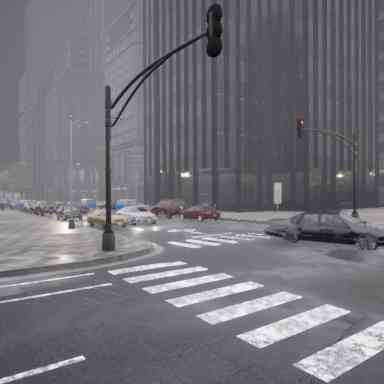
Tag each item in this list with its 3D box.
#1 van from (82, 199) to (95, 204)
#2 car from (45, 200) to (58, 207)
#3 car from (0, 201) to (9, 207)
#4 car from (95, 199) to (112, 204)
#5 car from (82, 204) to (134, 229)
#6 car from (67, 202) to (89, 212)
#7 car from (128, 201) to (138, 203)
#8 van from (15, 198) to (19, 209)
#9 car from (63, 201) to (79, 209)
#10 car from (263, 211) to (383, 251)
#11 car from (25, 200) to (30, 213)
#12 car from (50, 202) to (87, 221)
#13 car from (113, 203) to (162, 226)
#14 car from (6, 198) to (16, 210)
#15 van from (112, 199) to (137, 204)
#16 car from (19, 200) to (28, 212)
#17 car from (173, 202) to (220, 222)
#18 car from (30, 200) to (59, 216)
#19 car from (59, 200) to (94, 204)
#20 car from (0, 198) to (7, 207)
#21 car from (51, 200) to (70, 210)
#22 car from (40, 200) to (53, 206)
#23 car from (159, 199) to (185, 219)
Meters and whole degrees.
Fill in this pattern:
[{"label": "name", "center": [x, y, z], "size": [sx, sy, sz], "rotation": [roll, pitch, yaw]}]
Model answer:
[{"label": "van", "center": [-17.040, 2.038, 54.360], "size": [1.690, 1.788, 3.998], "rotation": [-1, 0, -35]}, {"label": "car", "center": [-31.686, 2.596, 74.947], "size": [1.947, 1.339, 4.313], "rotation": [-1, 0, -35]}, {"label": "car", "center": [-44.356, 2.772, 78.073], "size": [1.802, 1.307, 4.206], "rotation": [-1, 0, -35]}, {"label": "car", "center": [-11.163, 1.875, 46.055], "size": [2.192, 1.841, 5.009], "rotation": [-1, 0, -35]}, {"label": "car", "center": [-6.266, 1.843, 24.382], "size": [1.752, 1.417, 4.829], "rotation": [-1, 0, -35]}, {"label": "car", "center": [-17.035, 2.257, 49.589], "size": [1.895, 1.301, 4.718], "rotation": [0, -1, -35]}, {"label": "car", "center": [-5.279, 2.004, 37.750], "size": [1.802, 1.307, 4.206], "rotation": [-1, 0, -35]}, {"label": "van", "center": [-26.158, 2.123, 52.414], "size": [1.690, 1.788, 3.998], "rotation": [-1, 0, -35]}, {"label": "car", "center": [-22.656, 2.407, 62.219], "size": [1.802, 1.307, 4.206], "rotation": [-1, 0, -35]}, {"label": "car", "center": [5.814, 1.547, 14.228], "size": [5.357, 1.411, 2.033], "rotation": [0, 0, 37]}, {"label": "car", "center": [-20.499, 2.196, 44.444], "size": [1.887, 1.381, 4.507], "rotation": [-1, 0, -35]}, {"label": "car", "center": [-12.018, 2.004, 32.490], "size": [2.008, 1.369, 4.403], "rotation": [-1, 0, -35]}, {"label": "car", "center": [-4.530, 1.843, 26.556], "size": [1.812, 1.442, 4.674], "rotation": [0, 0, -35]}, {"label": "car", "center": [-31.913, 2.354, 60.529], "size": [1.967, 1.590, 4.097], "rotation": [-1, 0, -35]}, {"label": "van", "center": [-8.224, 1.833, 41.903], "size": [1.690, 1.788, 3.998], "rotation": [-1, 0, -35]}, {"label": "car", "center": [-23.328, 2.157, 48.429], "size": [1.967, 1.590, 4.097], "rotation": [-1, 0, -35]}, {"label": "car", "center": [0.597, 1.828, 29.446], "size": [1.887, 1.381, 4.507], "rotation": [-1, 0, -35]}, {"label": "car", "center": [-17.677, 1.901, 40.460], "size": [2.192, 1.841, 5.009], "rotation": [-1, 0, -35]}, {"label": "car", "center": [-13.926, 2.030, 39.818], "size": [2.128, 1.511, 4.902], "rotation": [0, -1, -35]}, {"label": "car", "center": [-41.246, 2.668, 73.687], "size": [1.887, 1.381, 4.507], "rotation": [-1, 0, -35]}, {"label": "car", "center": [-23.018, 2.271, 57.971], "size": [1.882, 1.535, 5.008], "rotation": [0, -1, -35]}, {"label": "car", "center": [-34.697, 2.661, 79.191], "size": [1.947, 1.339, 4.313], "rotation": [-1, 0, -35]}, {"label": "car", "center": [-2.347, 1.668, 33.598], "size": [2.192, 1.841, 5.009], "rotation": [-1, 0, -35]}]
